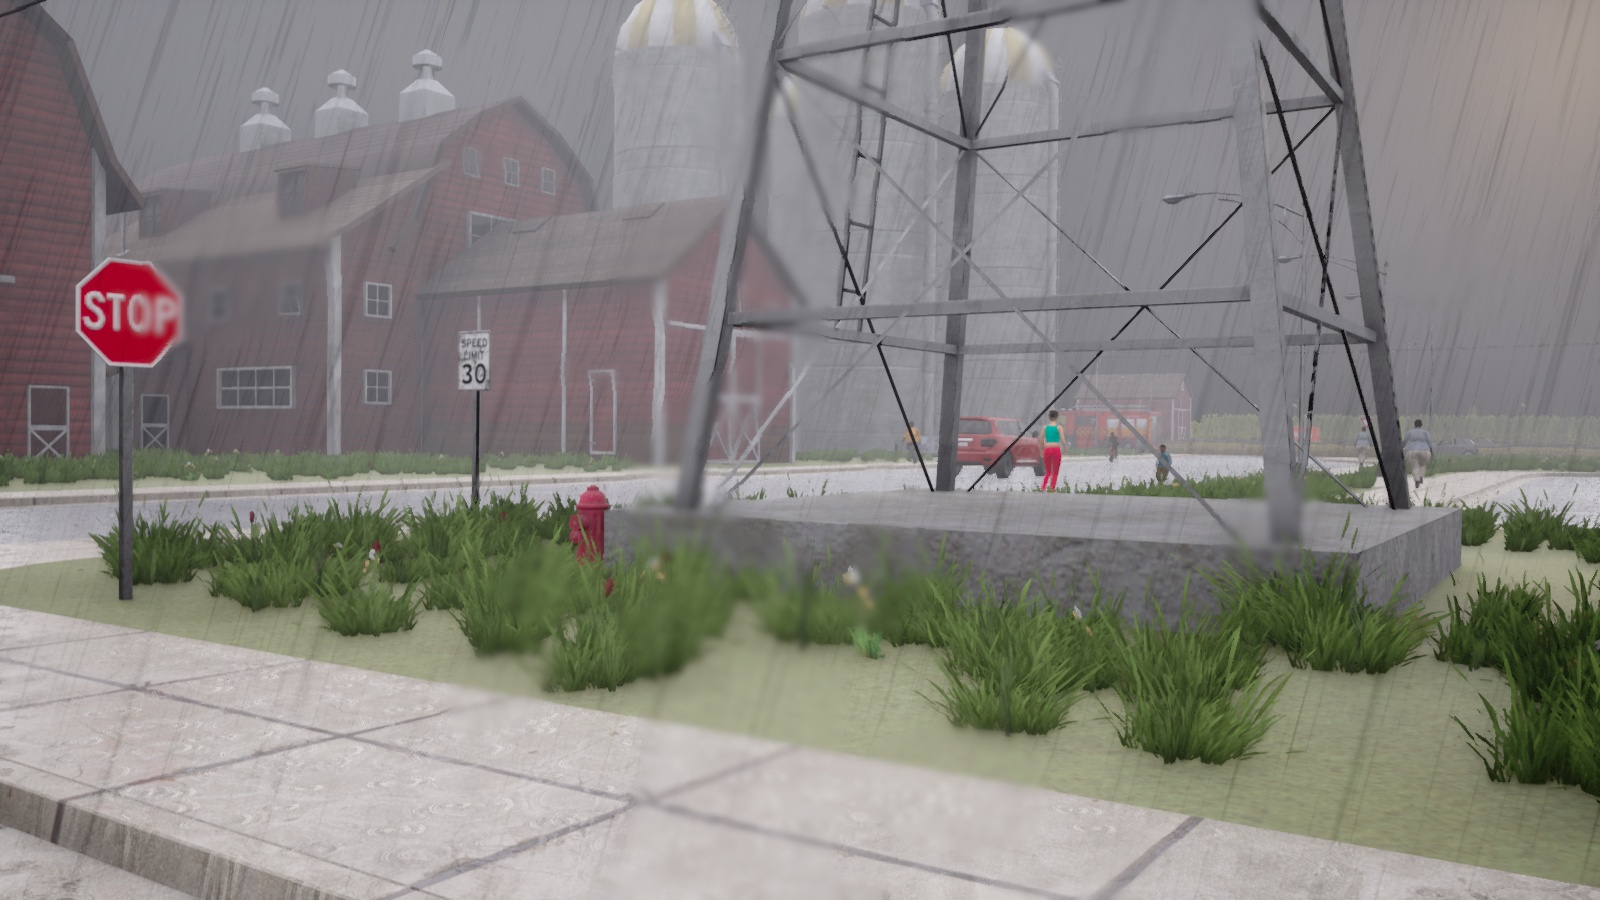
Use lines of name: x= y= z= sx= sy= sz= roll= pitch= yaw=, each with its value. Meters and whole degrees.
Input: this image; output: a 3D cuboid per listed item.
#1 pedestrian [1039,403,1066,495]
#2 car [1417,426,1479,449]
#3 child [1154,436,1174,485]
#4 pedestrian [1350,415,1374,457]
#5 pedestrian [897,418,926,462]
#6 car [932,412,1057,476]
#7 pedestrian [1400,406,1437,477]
pedestrian: x=5.144 y=-0.024 z=25.596 sx=0.345 sy=1.836 sz=0.594 roll=0 pitch=1 yaw=33
car: x=44.769 y=-0.859 z=86.729 sx=3.633 sy=1.501 sz=1.845 roll=0 pitch=1 yaw=33
child: x=9.010 y=0.247 z=31.087 sx=0.343 sy=1.192 sz=0.448 roll=0 pitch=1 yaw=38
pedestrian: x=25.351 y=-0.630 z=56.608 sx=0.874 sy=1.855 sz=0.900 roll=0 pitch=1 yaw=32
pedestrian: x=4.715 y=-0.416 z=52.962 sx=0.874 sy=1.855 sz=0.900 roll=0 pitch=1 yaw=34
car: x=6.762 y=-0.226 z=43.095 sx=2.150 sy=2.045 sz=5.566 roll=0 pitch=1 yaw=33
pedestrian: x=16.434 y=-0.224 z=33.360 sx=0.874 sy=1.855 sz=0.900 roll=0 pitch=1 yaw=26
